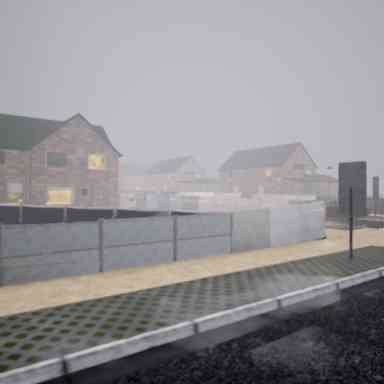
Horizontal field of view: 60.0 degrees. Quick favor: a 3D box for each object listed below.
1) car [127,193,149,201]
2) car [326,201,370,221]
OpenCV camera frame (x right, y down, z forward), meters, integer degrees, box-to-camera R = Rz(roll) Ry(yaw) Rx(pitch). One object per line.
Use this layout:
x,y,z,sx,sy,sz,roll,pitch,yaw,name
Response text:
-8.001,0.756,49.244,1.994,1.385,4.181,0,1,-35,car
10.236,1.314,24.358,1.895,1.301,4.718,0,1,-37,car
